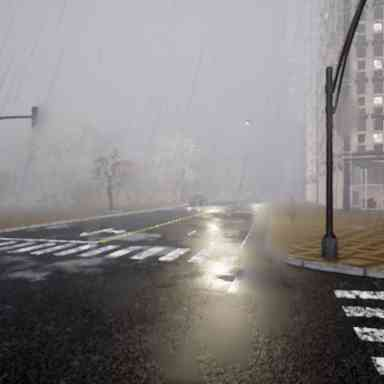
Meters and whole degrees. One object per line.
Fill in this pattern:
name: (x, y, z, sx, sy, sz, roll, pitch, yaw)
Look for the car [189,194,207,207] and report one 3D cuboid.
car: (1.060, 1.348, 55.380, 2.150, 2.045, 5.566, 0, 0, 15)
